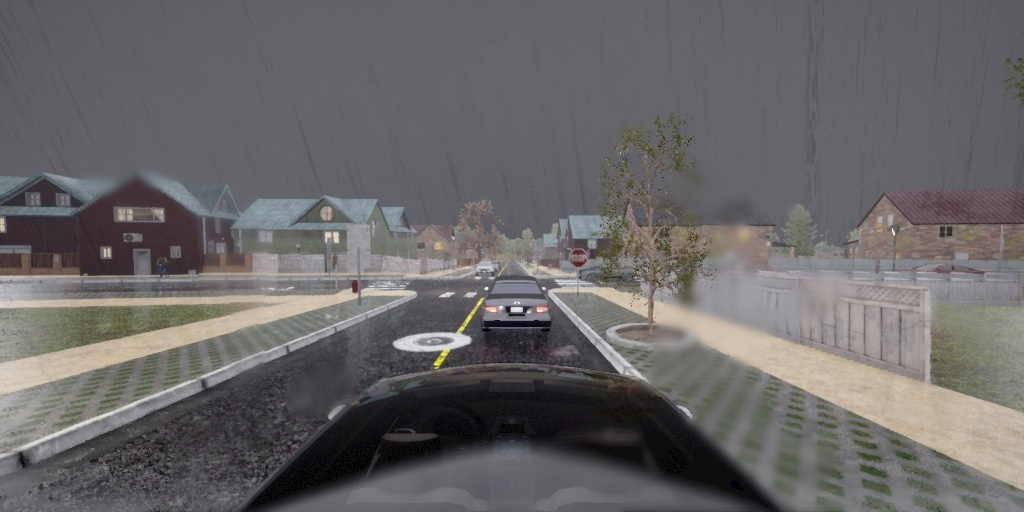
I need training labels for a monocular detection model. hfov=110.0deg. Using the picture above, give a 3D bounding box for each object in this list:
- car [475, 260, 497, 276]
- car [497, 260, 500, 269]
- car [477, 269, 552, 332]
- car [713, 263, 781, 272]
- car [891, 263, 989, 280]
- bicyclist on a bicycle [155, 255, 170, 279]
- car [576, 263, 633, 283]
[{"bbox_3d":[-2.805,1.287,37.747,1.812,1.442,4.674,0,0,-2],"label":"car"},{"bbox_3d":[-2.840,1.384,47.678,1.895,1.301,4.718,0,0,0],"label":"car"},{"bbox_3d":[0.104,1.291,10.820,2.033,1.411,5.357,0,0,0],"label":"car"},{"bbox_3d":[17.532,1.217,26.862,4.674,1.442,1.812,0,3,4],"label":"car"},{"bbox_3d":[30.062,1.246,25.350,5.008,1.535,1.882,1,3,10],"label":"car"},{"bbox_3d":[-24.880,0.759,25.545,0.582,1.620,1.656,0,3,-16],"label":"bicyclist on a bicycle"},{"bbox_3d":[6.940,1.247,26.996,4.181,1.385,1.994,0,3,-4],"label":"car"}]
